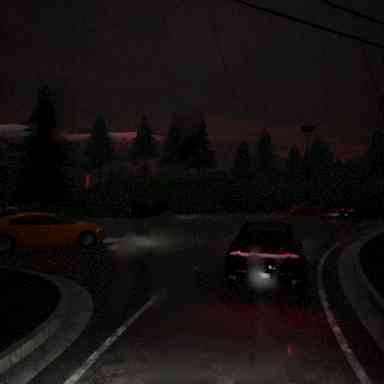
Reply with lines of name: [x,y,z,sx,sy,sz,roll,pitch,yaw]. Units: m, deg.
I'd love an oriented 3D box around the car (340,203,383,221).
car: [15.497,1.783,30.018,4.902,1.511,2.128,0,-1,-29]

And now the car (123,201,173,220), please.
car: [-4.044,1.625,31.168,4.553,1.767,2.097,0,-1,-29]

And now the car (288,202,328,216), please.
car: [12.779,1.823,36.517,5.008,1.535,1.882,1,-1,-29]

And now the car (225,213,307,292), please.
car: [2.148,1.580,9.348,2.128,1.511,4.902,0,0,16]

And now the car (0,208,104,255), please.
car: [-6.231,1.594,13.931,5.008,1.535,1.882,1,-1,-29]

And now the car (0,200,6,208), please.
car: [-30.741,1.988,52.806,1.994,1.385,4.181,1,-1,-32]
